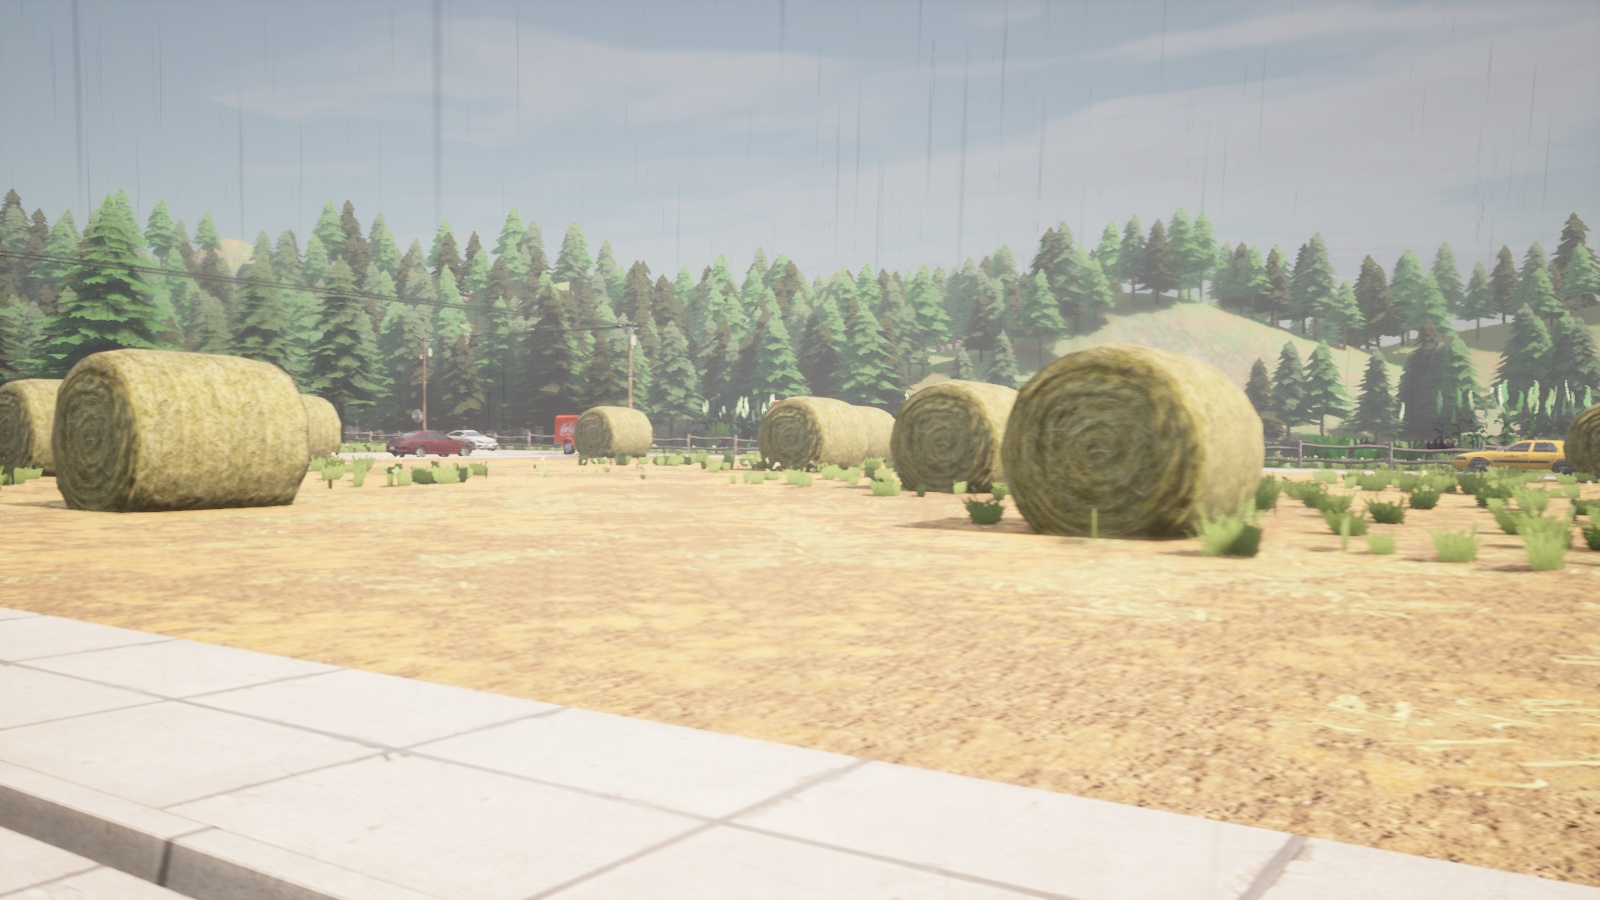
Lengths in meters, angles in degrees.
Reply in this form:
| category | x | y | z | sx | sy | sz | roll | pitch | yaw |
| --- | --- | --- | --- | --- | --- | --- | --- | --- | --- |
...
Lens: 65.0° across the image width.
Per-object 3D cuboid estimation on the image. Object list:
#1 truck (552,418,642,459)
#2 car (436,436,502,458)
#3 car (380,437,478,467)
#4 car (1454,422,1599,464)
| category | x | y | z | sx | sy | sz | roll | pitch | yaw |
| --- | --- | --- | --- | --- | --- | --- | --- | --- | --- |
| truck | -12.603 | -0.694 | 77.801 | 5.204 | 2.467 | 2.627 | 0 | 1 | 37 |
| car | -22.538 | -0.212 | 85.414 | 4.674 | 1.442 | 1.812 | 0 | 1 | 37 |
| car | -18.979 | 0.076 | 64.446 | 1.812 | 1.442 | 4.674 | 0 | 1 | 35 |
| car | 29.272 | -0.288 | 50.177 | 5.366 | 1.575 | 1.801 | 0 | 1 | 37 |
